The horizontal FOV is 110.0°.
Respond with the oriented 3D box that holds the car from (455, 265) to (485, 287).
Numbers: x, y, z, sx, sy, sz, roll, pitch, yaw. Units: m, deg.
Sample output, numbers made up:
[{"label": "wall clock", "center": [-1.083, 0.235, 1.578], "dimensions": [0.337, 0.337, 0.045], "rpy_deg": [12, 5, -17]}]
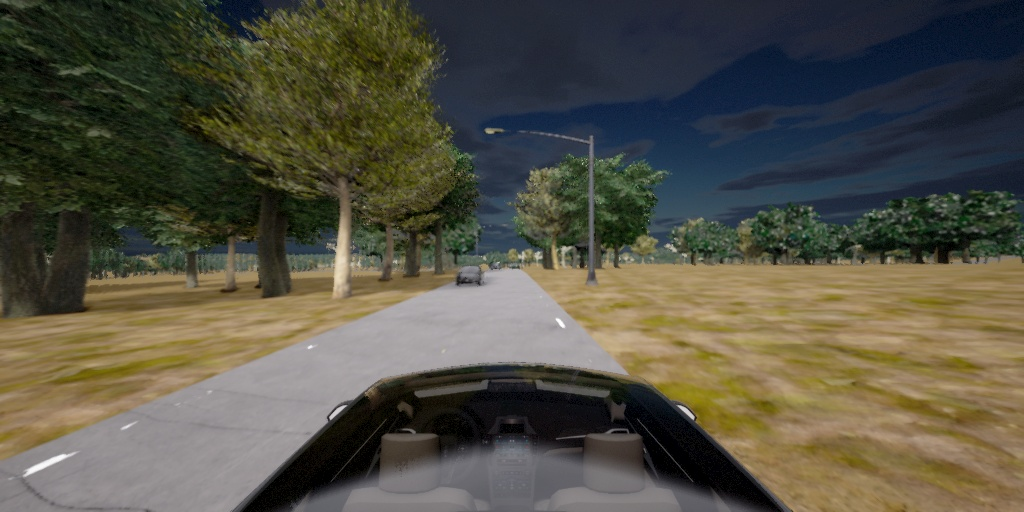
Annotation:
[{"label": "car", "center": [-3.093, 1.456, 27.022], "dimensions": [1.837, 1.490, 4.892], "rpy_deg": [0, -1, 0]}]
